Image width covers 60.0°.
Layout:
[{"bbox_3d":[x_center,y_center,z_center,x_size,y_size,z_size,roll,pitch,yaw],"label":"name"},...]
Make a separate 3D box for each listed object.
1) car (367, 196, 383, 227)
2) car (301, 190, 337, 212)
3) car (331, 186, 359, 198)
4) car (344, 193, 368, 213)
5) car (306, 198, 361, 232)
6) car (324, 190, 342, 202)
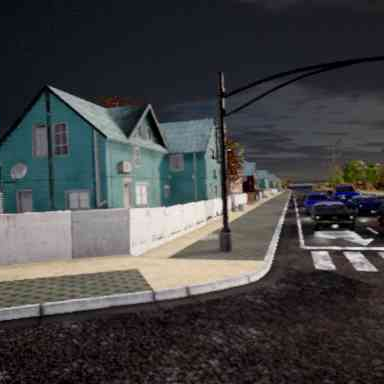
[{"bbox_3d":[9.949,1.009,15.313,2.128,1.511,4.902,-2,0,17],"label":"car"},{"bbox_3d":[9.805,0.922,26.052,1.882,1.535,5.008,-2,0,17],"label":"car"},{"bbox_3d":[15.606,0.382,34.031,2.150,2.045,5.566,-2,0,17],"label":"car"},{"bbox_3d":[12.628,0.949,24.164,1.895,1.301,4.718,-2,0,17],"label":"car"},{"bbox_3d":[7.159,1.214,17.292,1.895,1.301,4.718,-2,0,17],"label":"car"},{"bbox_3d":[18.837,0.488,44.580,1.812,1.442,4.674,-2,1,18],"label":"car"}]
